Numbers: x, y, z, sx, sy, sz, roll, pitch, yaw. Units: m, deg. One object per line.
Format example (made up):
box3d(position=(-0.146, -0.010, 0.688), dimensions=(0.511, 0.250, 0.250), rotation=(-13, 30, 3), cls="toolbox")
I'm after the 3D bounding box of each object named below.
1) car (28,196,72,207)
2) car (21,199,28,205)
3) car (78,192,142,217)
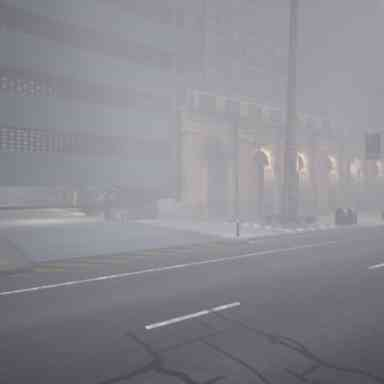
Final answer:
box3d(position=(-18.529, 1.457, 43.891), dimensions=(4.718, 1.301, 1.895), rotation=(0, 0, -36), cls="car")
box3d(position=(-24.934, 1.407, 53.572), dimensions=(4.786, 1.482, 2.161), rotation=(0, 0, -36), cls="car")
box3d(position=(-7.097, 1.022, 29.323), dimensions=(5.566, 2.045, 2.435), rotation=(0, 0, -36), cls="car")
